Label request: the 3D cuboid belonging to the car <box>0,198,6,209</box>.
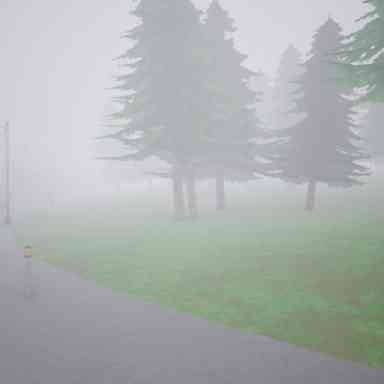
[{"bbox_3d":[-22.483,1.125,37.296,2.097,1.767,4.553,0,2,-15],"label":"car"}]
